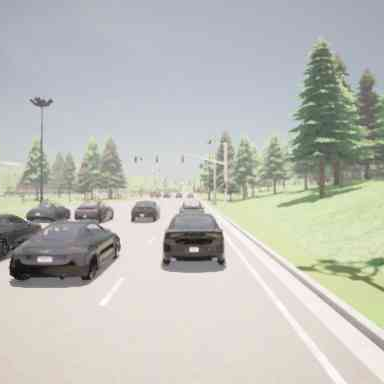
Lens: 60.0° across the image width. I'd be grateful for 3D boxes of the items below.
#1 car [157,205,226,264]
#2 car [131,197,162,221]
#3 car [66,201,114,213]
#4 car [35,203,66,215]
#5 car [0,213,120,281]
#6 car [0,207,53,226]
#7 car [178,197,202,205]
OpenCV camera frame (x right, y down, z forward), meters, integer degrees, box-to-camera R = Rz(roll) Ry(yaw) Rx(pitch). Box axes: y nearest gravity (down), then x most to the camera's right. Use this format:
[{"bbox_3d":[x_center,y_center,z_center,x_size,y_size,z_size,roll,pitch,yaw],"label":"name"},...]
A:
[{"bbox_3d":[0.049,1.433,11.645,1.882,1.535,5.008,0,0,0],"label":"car"},{"bbox_3d":[-3.521,1.407,25.877,1.837,1.490,4.892,0,0,0],"label":"car"},{"bbox_3d":[-7.014,1.403,24.208,2.128,1.511,4.902,0,0,0],"label":"car"},{"bbox_3d":[-10.516,1.477,24.693,1.994,1.385,4.181,0,0,0],"label":"car"},{"bbox_3d":[-3.444,1.528,9.775,1.994,1.385,4.181,0,0,0],"label":"car"},{"bbox_3d":[-6.958,1.485,11.898,1.812,1.442,4.674,0,0,-1],"label":"car"},{"bbox_3d":[-0.014,1.399,24.152,2.128,1.511,4.902,0,0,0],"label":"car"}]
